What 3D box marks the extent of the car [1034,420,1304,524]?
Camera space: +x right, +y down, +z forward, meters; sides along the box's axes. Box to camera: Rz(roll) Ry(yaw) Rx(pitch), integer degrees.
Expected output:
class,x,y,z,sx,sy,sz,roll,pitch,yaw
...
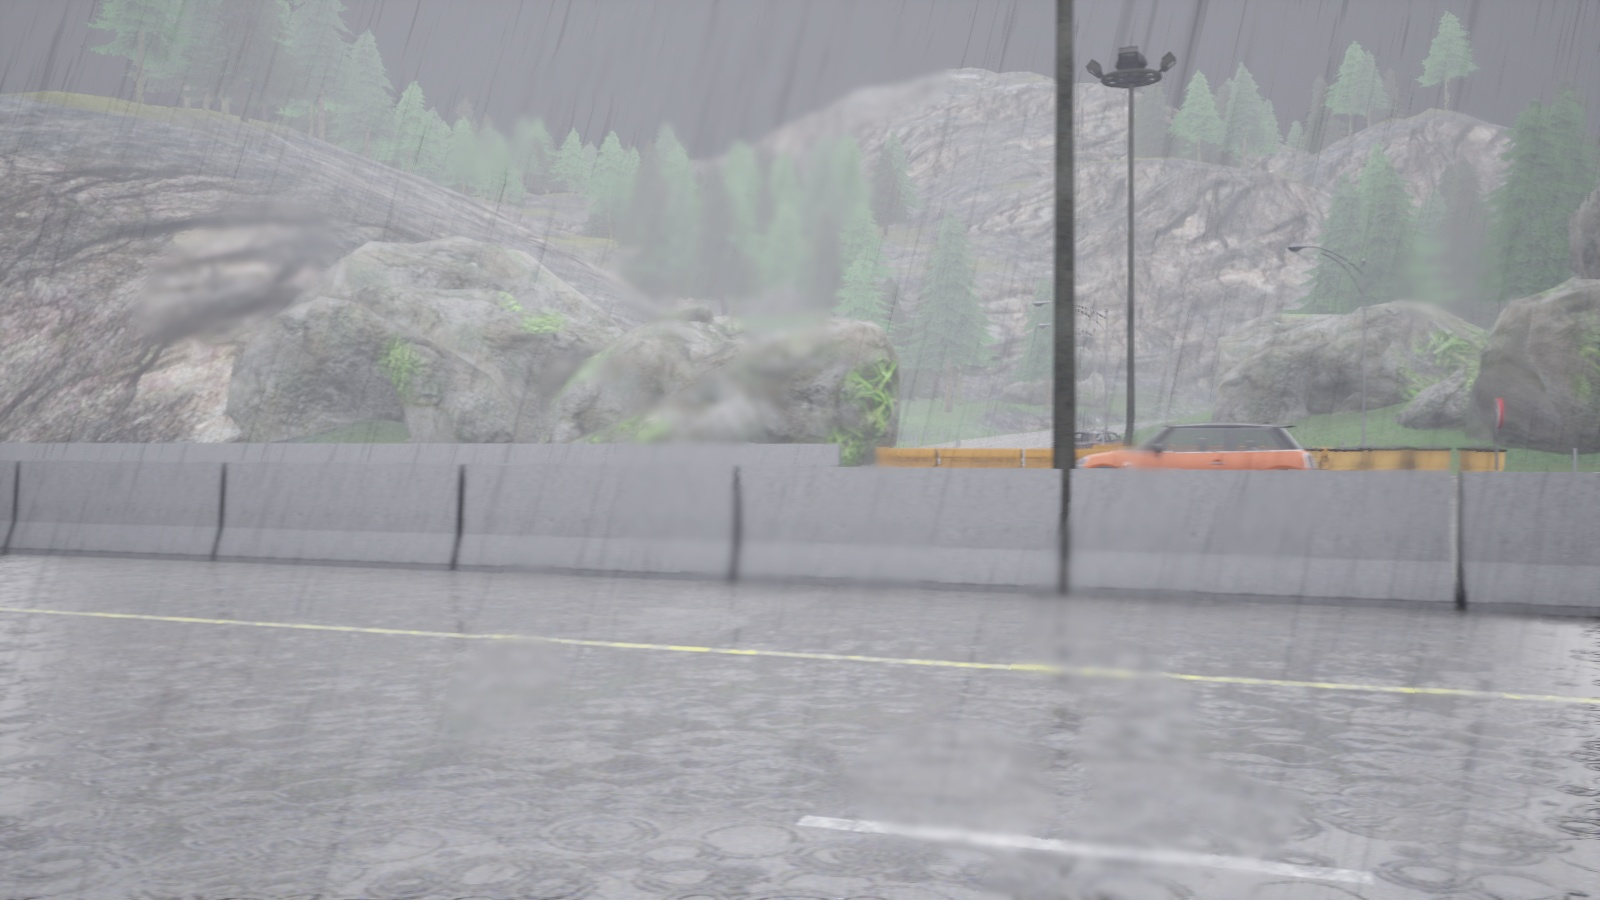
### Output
class,x,y,z,sx,sy,sz,roll,pitch,yaw
car,6.746,0.338,23.076,4.553,1.767,2.097,1,1,19

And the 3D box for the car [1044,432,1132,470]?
class,x,y,z,sx,sy,sz,roll,pitch,yaw
car,11.786,0.018,51.632,1.816,1.474,4.193,0,1,-14
